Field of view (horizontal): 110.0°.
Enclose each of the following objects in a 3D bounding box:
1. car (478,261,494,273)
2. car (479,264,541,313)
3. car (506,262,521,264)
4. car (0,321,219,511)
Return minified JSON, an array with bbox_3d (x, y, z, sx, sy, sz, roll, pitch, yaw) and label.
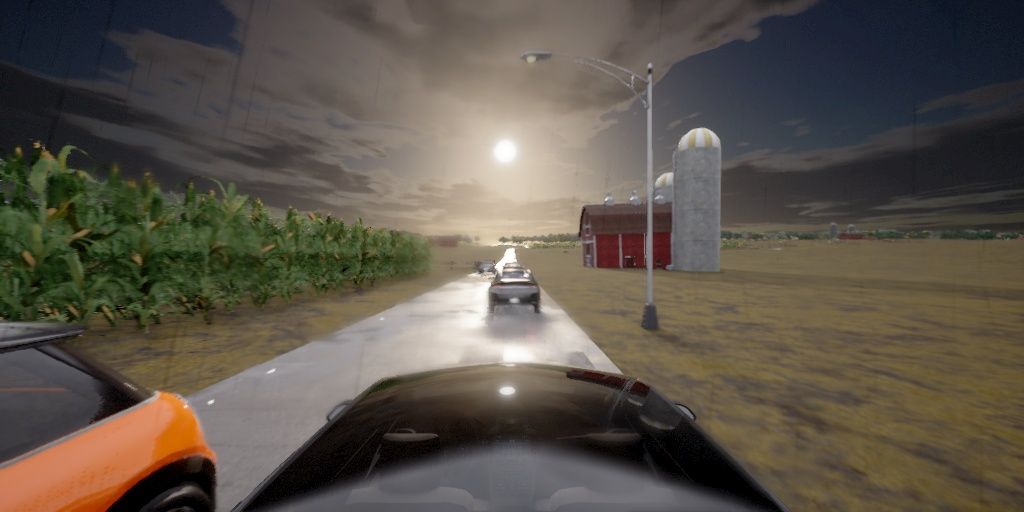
[{"bbox_3d":[-2.840,1.360,41.833,2.128,1.511,4.902,0,0,0],"label":"car"},{"bbox_3d":[0.092,1.244,14.040,2.128,1.511,4.902,0,0,0],"label":"car"},{"bbox_3d":[0.110,1.289,32.093,1.882,1.535,5.008,0,0,0],"label":"car"},{"bbox_3d":[-2.848,1.103,0.238,2.097,1.767,4.553,0,0,0],"label":"car"}]
